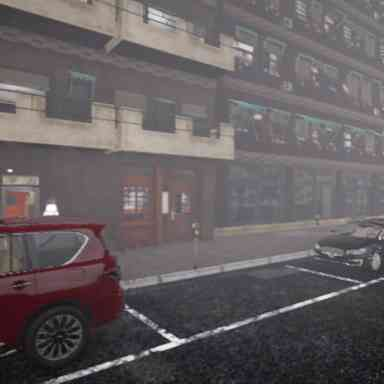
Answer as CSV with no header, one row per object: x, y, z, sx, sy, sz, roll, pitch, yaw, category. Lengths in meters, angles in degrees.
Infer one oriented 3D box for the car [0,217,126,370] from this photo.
-3.315,1.314,4.191,5.009,1.841,2.192,0,0,-36,car

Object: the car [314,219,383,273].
5.700,1.562,10.628,4.403,1.369,2.008,0,0,-36,car
